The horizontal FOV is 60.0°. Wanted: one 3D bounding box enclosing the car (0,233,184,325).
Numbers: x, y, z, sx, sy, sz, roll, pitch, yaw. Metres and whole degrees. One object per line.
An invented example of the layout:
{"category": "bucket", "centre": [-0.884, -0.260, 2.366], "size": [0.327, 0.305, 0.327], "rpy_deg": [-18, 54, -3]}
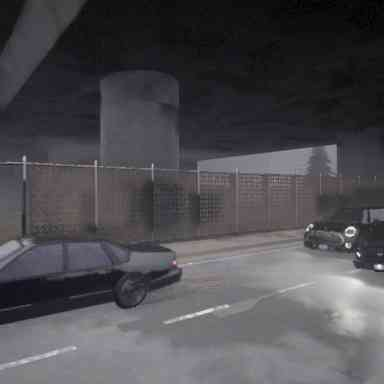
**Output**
{"category": "car", "centre": [-2.746, 1.547, 6.331], "size": [5.357, 1.411, 2.033], "rpy_deg": [0, 0, -36]}

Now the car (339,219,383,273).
{"category": "car", "centre": [7.106, 1.418, 9.264], "size": [5.357, 1.411, 2.033], "rpy_deg": [-1, -8, -21]}

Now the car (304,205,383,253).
{"category": "car", "centre": [6.444, 1.351, 13.083], "size": [4.553, 1.767, 2.097], "rpy_deg": [0, 0, -36]}
